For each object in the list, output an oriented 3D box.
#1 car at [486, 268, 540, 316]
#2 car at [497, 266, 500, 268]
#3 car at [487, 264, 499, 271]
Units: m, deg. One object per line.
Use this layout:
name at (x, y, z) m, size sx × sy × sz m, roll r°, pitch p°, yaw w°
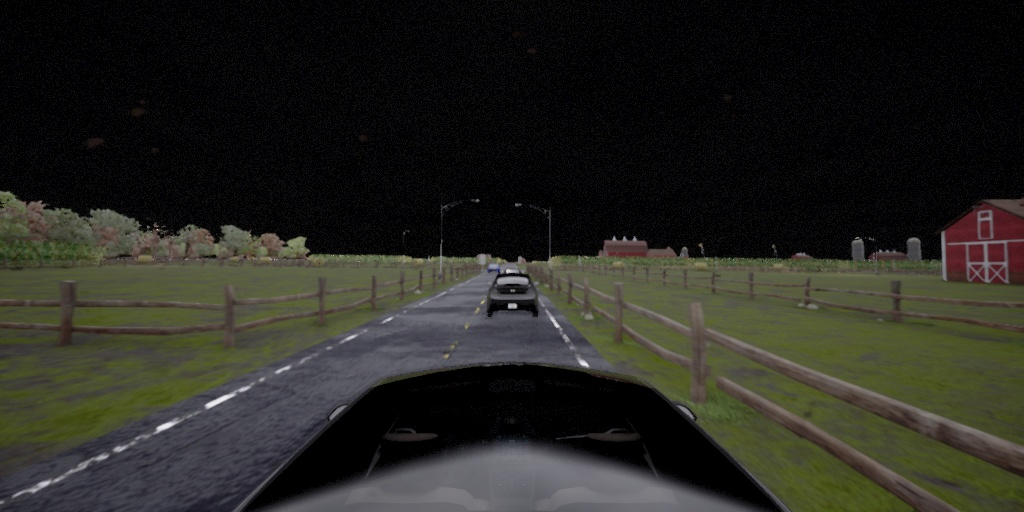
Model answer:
car at (0.041, 1.419, 14.184) m, size 1.837 × 1.490 × 4.892 m, roll 0°, pitch 0°, yaw 1°
car at (0.039, 1.676, 29.340) m, size 1.994 × 1.385 × 4.181 m, roll 0°, pitch -1°, yaw 0°
car at (-2.820, 1.939, 55.757) m, size 1.882 × 1.535 × 5.008 m, roll 0°, pitch -1°, yaw 0°
